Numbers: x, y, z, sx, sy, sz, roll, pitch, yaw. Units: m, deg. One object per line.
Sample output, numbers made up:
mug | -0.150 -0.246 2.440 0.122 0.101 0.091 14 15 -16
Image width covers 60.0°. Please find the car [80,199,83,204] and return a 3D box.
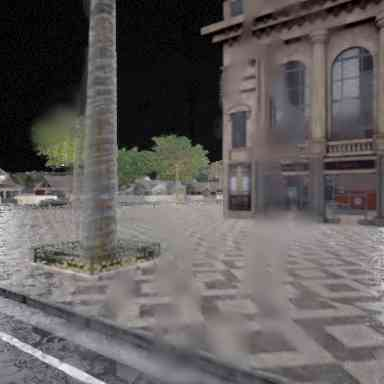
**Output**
car | -19.985 1.630 66.481 1.837 1.490 4.892 0 0 37

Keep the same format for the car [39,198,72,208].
car | -20.355 1.608 49.854 2.128 1.511 4.902 0 0 37
